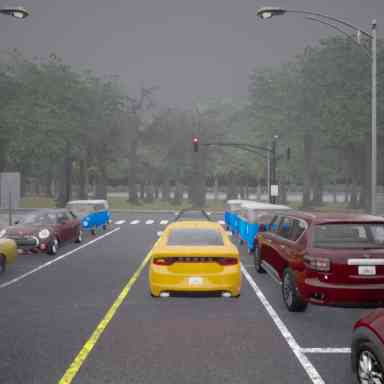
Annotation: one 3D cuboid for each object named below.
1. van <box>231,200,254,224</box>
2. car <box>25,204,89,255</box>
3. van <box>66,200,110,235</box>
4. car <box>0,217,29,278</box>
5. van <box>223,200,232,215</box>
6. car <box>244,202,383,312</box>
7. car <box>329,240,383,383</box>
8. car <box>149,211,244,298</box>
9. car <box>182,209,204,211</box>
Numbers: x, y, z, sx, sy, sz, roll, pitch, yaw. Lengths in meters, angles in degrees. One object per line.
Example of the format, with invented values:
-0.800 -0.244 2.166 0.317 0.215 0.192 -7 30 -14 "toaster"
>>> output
2.746 1.342 13.061 1.690 1.788 3.998 0 0 0 "van"
-5.779 1.441 13.051 1.967 1.590 4.097 0 0 0 "car"
-5.786 1.342 18.489 1.690 1.788 3.998 0 0 0 "van"
-5.772 1.525 7.444 1.752 1.417 4.829 0 0 0 "car"
2.739 1.342 18.499 1.690 1.788 3.998 0 0 0 "van"
2.753 1.315 7.624 2.192 1.841 5.009 0 0 0 "car"
2.759 1.440 2.186 1.967 1.590 4.097 0 0 0 "car"
0.076 1.478 8.578 1.882 1.535 5.008 0 0 0 "car"
0.039 1.565 17.500 1.994 1.385 4.181 0 0 0 "car"
